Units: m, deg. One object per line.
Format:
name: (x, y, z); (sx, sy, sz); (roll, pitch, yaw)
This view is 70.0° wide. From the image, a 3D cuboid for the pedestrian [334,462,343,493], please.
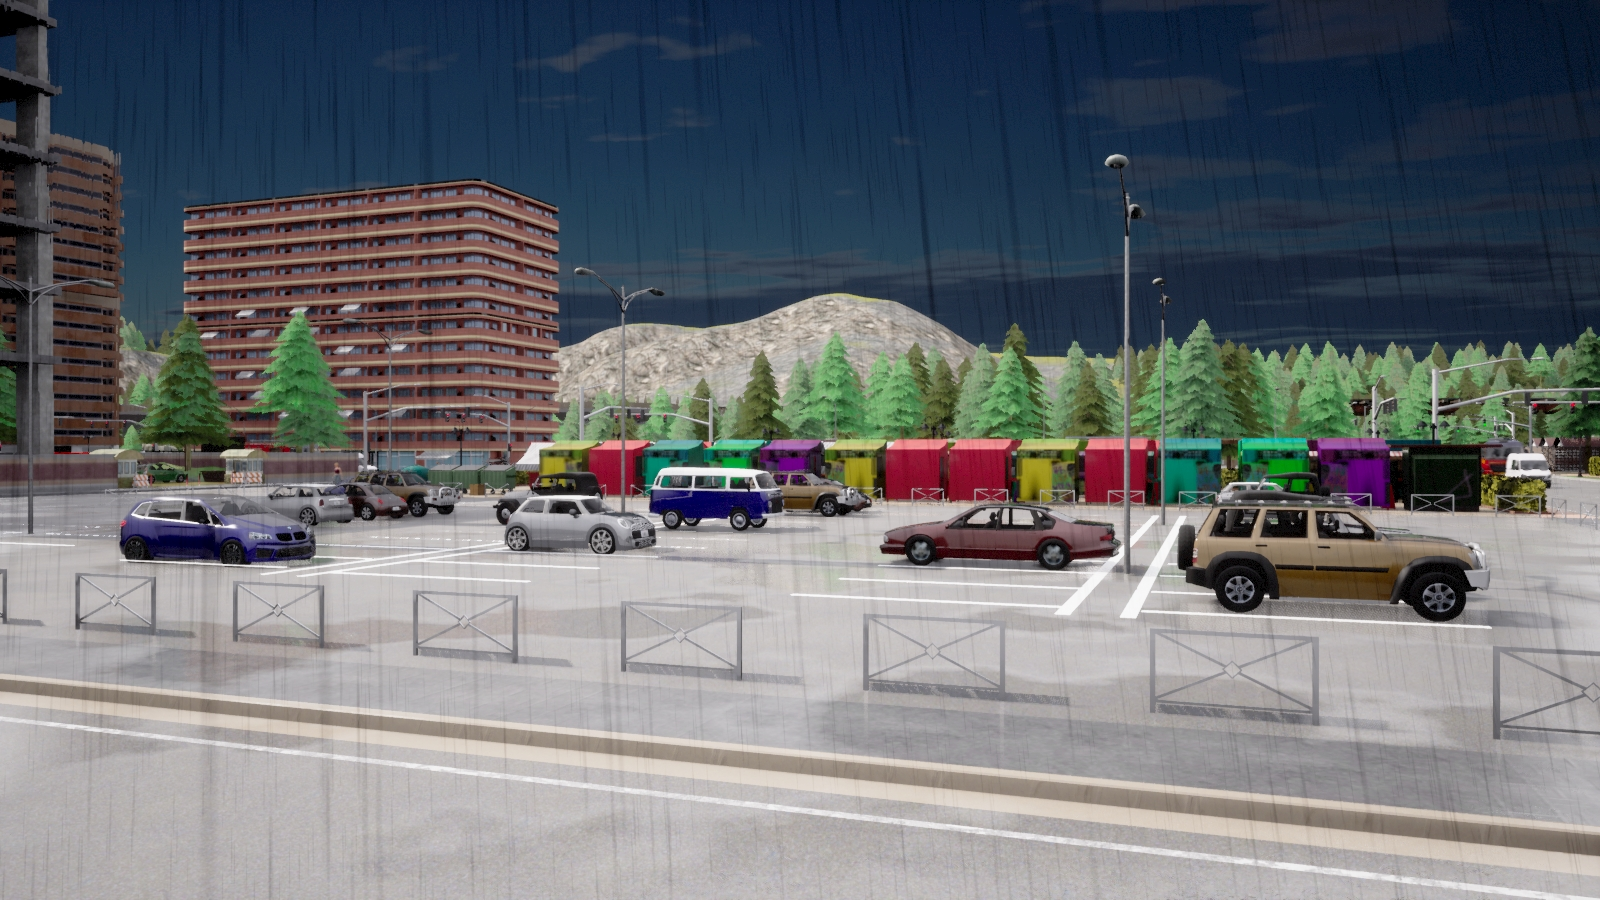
pedestrian: (-27.579, 1.643, 68.258); (0.375, 1.860, 0.375); (0, 0, 19)
